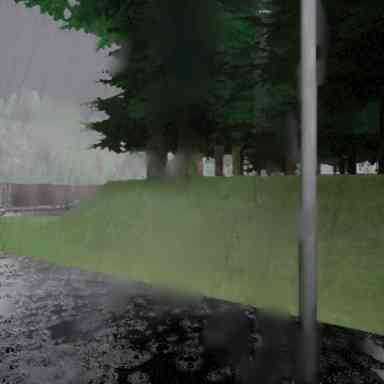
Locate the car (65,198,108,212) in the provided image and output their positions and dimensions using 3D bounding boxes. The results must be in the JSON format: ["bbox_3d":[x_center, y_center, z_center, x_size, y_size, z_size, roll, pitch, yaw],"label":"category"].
[{"bbox_3d":[-11.572,1.414,36.812,2.128,1.511,4.902,0,0,36],"label":"car"}]
